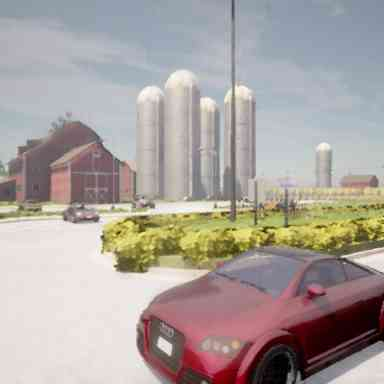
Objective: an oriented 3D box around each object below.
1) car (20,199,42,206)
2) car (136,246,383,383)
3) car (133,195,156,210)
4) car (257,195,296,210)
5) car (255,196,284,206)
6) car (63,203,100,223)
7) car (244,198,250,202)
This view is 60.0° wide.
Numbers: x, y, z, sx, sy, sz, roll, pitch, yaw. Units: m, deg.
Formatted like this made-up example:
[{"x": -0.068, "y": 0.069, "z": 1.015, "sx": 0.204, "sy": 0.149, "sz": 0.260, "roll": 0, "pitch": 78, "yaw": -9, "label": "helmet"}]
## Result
[{"x": -16.890, "y": 1.506, "z": 34.811, "sx": 1.816, "sy": 1.474, "sz": 4.193, "roll": 0, "pitch": 0, "yaw": -36, "label": "car"}, {"x": 1.317, "y": 1.564, "z": 4.928, "sx": 4.181, "sy": 1.385, "sz": 1.994, "roll": 0, "pitch": 0, "yaw": -35, "label": "car"}, {"x": -6.304, "y": 1.310, "z": 43.179, "sx": 1.905, "sy": 1.878, "sz": 3.866, "roll": 0, "pitch": 0, "yaw": -36, "label": "car"}, {"x": 9.723, "y": 1.303, "z": 38.420, "sx": 1.932, "sy": 1.855, "sz": 4.605, "roll": 0, "pitch": 0, "yaw": -36, "label": "car"}, {"x": 13.302, "y": 1.470, "z": 57.376, "sx": 2.242, "sy": 1.667, "sz": 4.611, "roll": 0, "pitch": 0, "yaw": -36, "label": "car"}, {"x": -8.379, "y": 1.520, "z": 25.091, "sx": 1.784, "sy": 1.438, "sz": 3.905, "roll": 0, "pitch": 0, "yaw": -36, "label": "car"}, {"x": 12.377, "y": 1.547, "z": 66.269, "sx": 4.181, "sy": 1.385, "sz": 1.994, "roll": 0, "pitch": 0, "yaw": -36, "label": "car"}]
